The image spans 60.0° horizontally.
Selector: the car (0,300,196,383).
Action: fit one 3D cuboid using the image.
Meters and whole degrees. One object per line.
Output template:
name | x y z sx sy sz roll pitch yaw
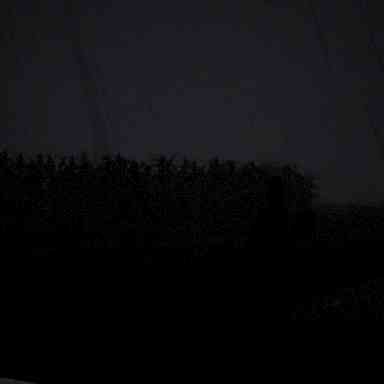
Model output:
car | -2.159 1.489 1.516 4.902 1.511 2.128 0 0 -35
